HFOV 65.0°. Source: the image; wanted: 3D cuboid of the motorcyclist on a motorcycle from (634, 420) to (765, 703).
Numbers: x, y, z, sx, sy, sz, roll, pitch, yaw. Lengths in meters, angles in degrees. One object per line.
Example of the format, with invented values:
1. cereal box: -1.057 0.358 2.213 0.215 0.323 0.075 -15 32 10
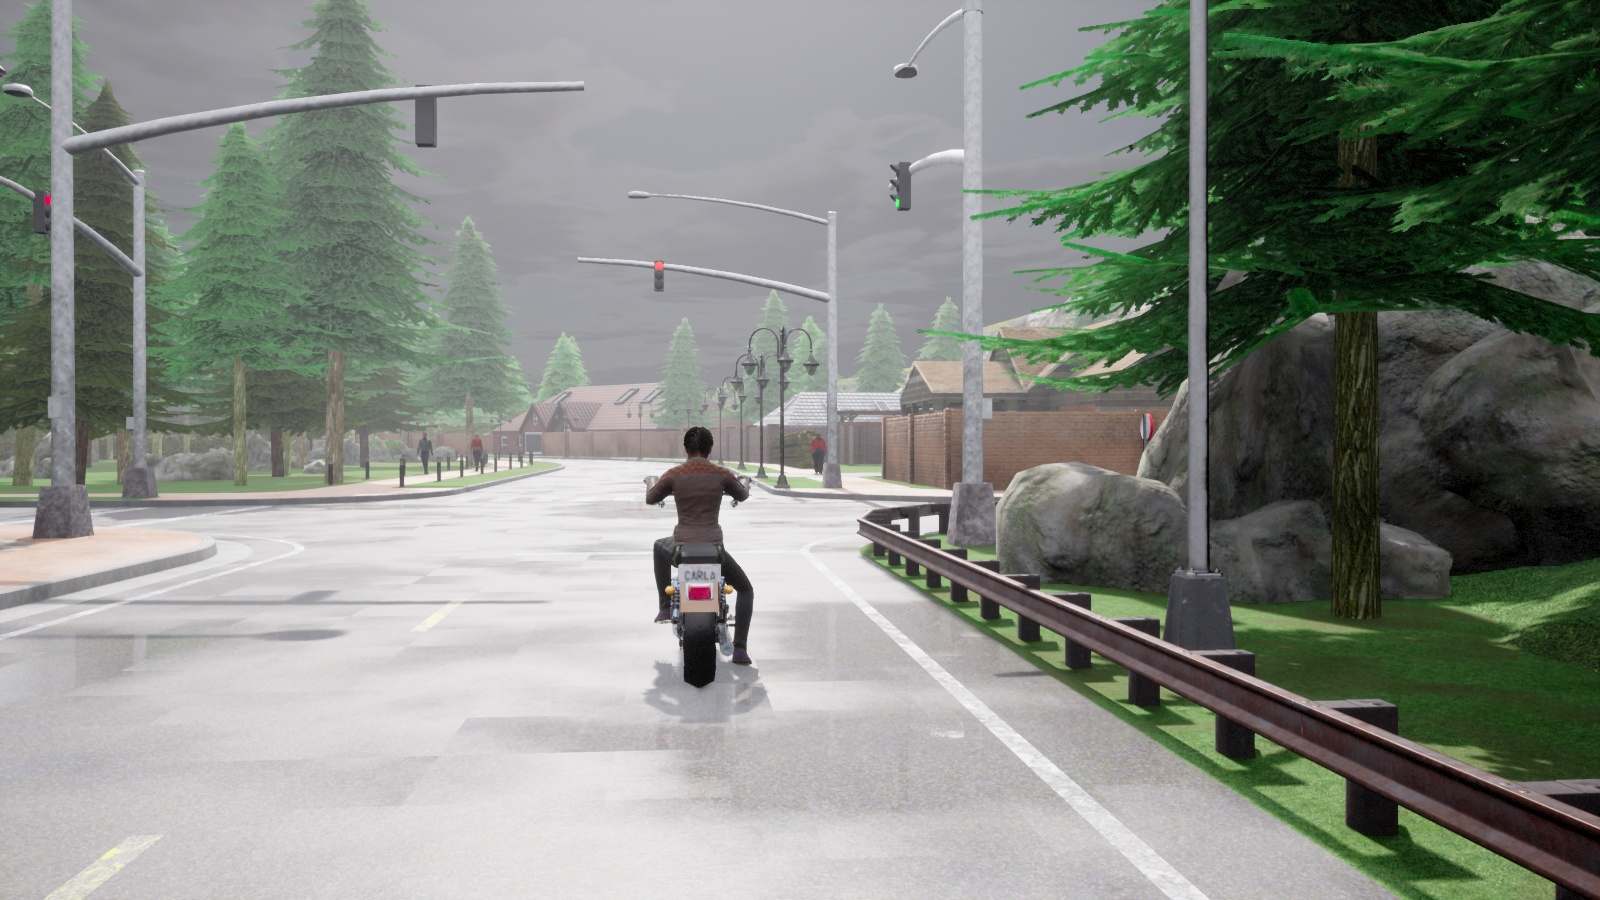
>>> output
1. motorcyclist on a motorcycle: -0.693 0.648 8.534 0.766 1.649 2.350 0 0 -5

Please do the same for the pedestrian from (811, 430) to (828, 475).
1. pedestrian: 0.791 0.092 51.467 0.634 1.844 0.899 0 0 -5

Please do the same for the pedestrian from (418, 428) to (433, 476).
1. pedestrian: -15.400 0.068 51.641 0.423 1.949 0.788 0 0 -6

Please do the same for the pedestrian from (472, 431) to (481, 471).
1. pedestrian: -14.816 0.035 57.531 0.331 1.846 0.636 0 0 -5
